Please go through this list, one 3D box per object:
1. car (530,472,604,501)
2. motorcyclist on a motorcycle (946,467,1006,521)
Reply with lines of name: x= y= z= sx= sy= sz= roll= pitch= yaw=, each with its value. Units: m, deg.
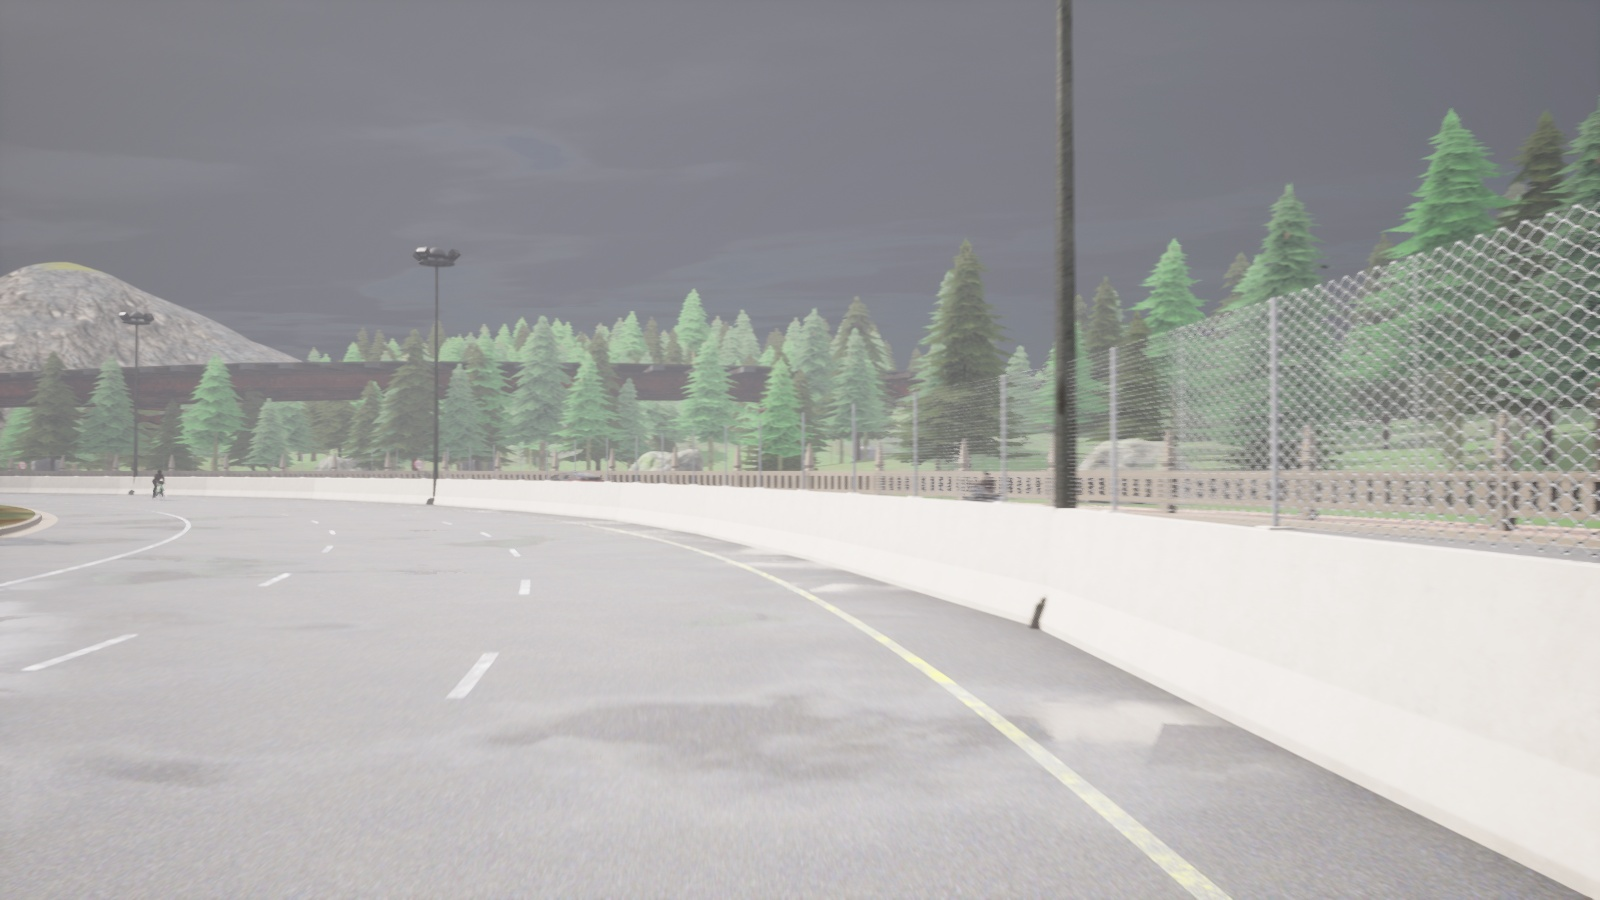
car: x=-13.029 y=2.032 z=70.037 sx=2.007 sy=1.525 sz=4.514 roll=0 pitch=-1 yaw=-41
motorcyclist on a motorcycle: x=5.606 y=1.389 z=40.090 sx=0.766 sy=1.649 sz=2.350 roll=-1 pitch=-1 yaw=-23
